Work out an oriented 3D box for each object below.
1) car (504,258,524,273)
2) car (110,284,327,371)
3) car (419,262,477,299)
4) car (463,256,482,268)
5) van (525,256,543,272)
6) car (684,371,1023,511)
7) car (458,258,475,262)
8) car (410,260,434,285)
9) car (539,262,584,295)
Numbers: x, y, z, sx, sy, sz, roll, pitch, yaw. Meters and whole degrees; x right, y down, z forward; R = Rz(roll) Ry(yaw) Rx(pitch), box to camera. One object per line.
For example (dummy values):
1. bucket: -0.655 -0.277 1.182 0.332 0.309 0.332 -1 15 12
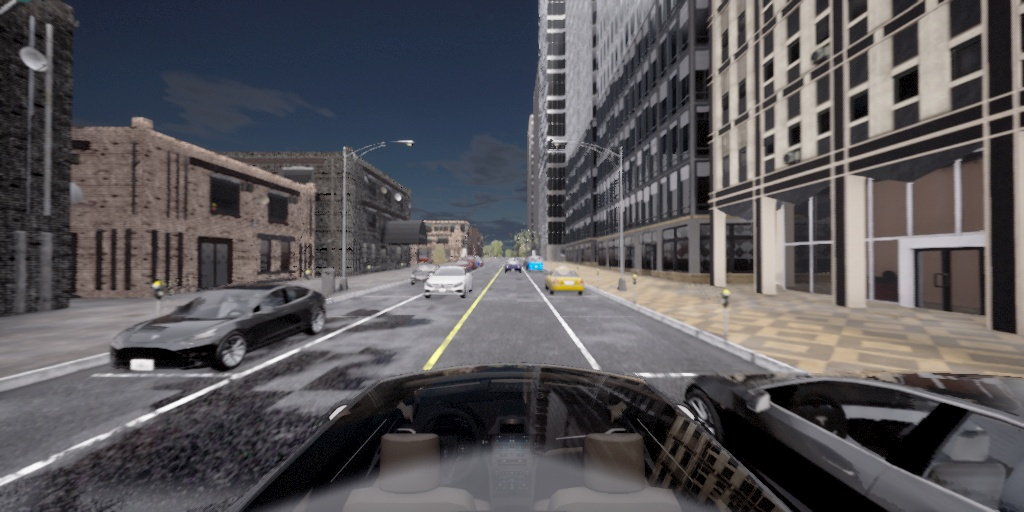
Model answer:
1. car: 0.117 1.187 40.571 1.895 1.301 4.718 0 0 0
2. car: -5.688 1.291 7.691 1.948 1.339 4.313 0 0 0
3. car: -2.995 1.213 17.763 1.812 1.442 4.674 0 0 0
4. car: -5.673 0.875 47.199 2.192 1.841 5.009 0 0 0
5. van: 2.673 0.924 41.497 1.690 1.789 3.998 0 0 0
6. car: 2.658 1.315 1.989 1.948 1.339 4.313 0 0 0
7. car: -5.675 1.165 41.555 1.802 1.307 4.207 0 0 0
8. car: -5.681 1.204 24.623 2.007 1.370 4.403 0 0 0
9. car: 2.664 1.203 19.091 1.751 1.417 4.829 0 0 0
